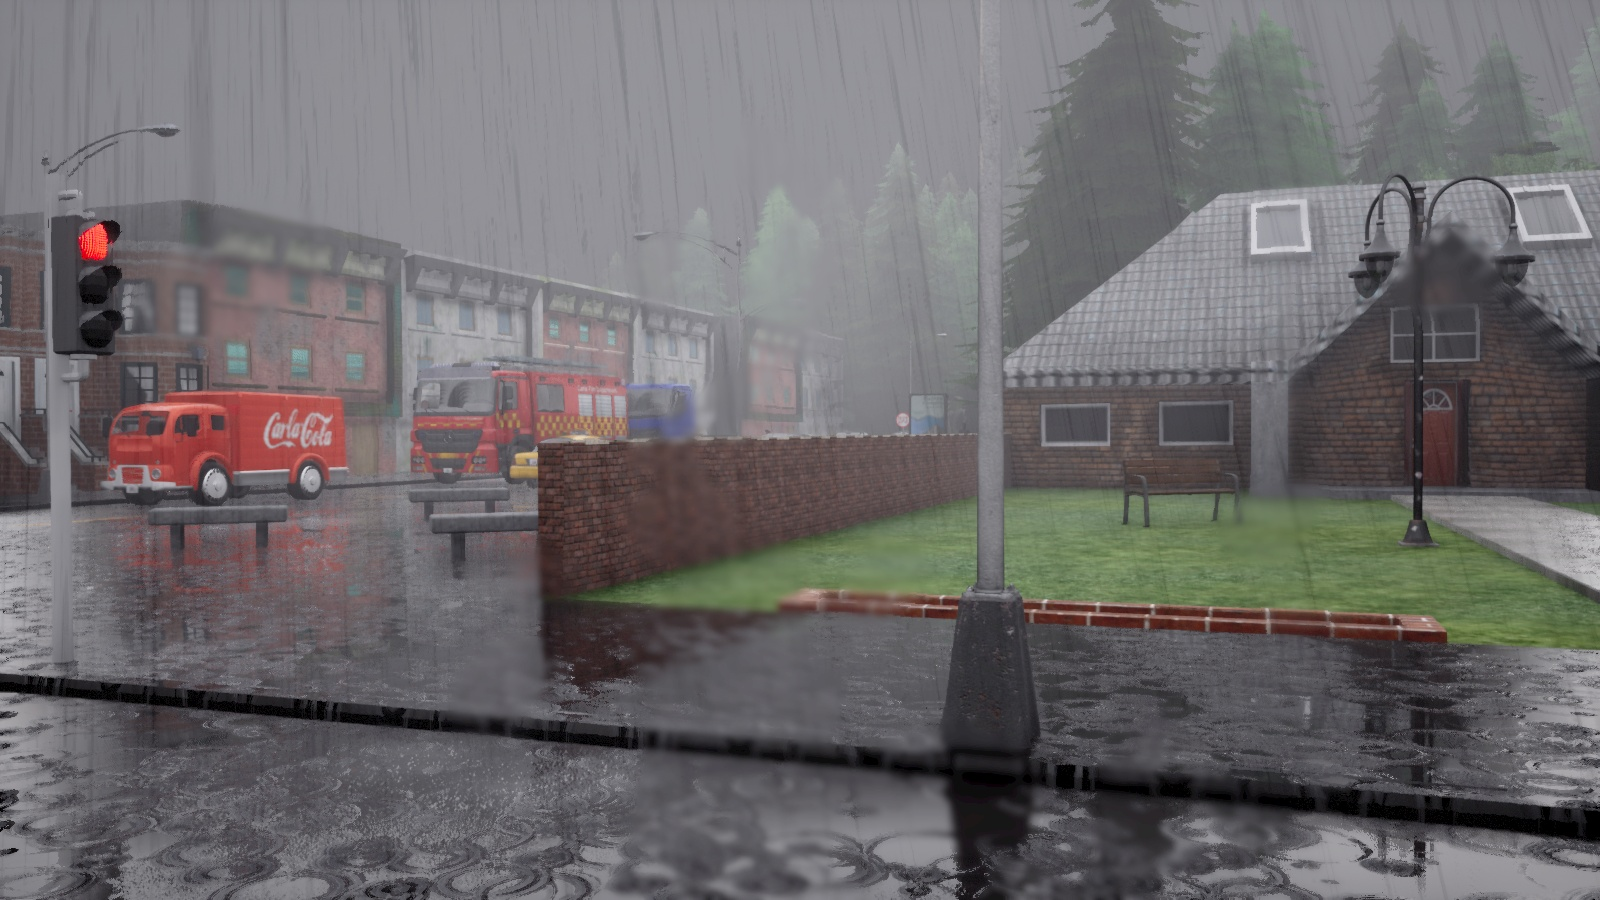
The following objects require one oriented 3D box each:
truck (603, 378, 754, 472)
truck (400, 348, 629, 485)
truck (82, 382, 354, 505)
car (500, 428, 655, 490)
[{"bbox_3d":[-4.694,-0.980,50.418,2.891,3.462,7.936,1,1,20],"label":"truck"},{"bbox_3d":[-8.667,-1.003,39.476,2.891,3.827,8.468,1,1,20],"label":"truck"},{"bbox_3d":[-12.797,-0.150,28.088,2.627,2.467,5.204,1,0,20],"label":"truck"},{"bbox_3d":[-6.057,0.183,34.972,1.801,1.575,5.366,1,1,20],"label":"car"}]
